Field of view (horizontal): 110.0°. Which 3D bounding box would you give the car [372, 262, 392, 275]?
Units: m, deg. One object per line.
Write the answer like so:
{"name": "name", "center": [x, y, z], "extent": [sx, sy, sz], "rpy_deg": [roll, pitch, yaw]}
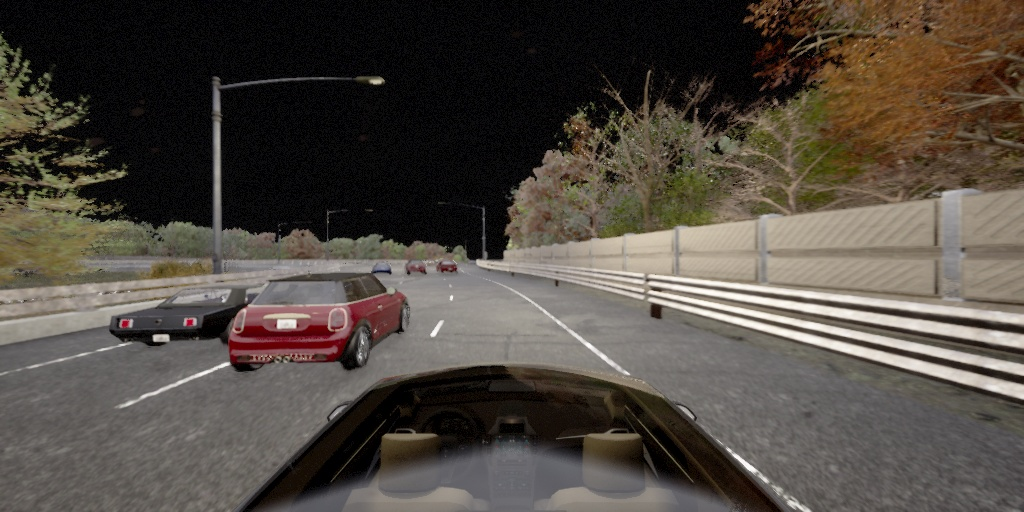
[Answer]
{"name": "car", "center": [-15.629, 1.414, 43.052], "extent": [1.994, 1.385, 4.181], "rpy_deg": [0, 0, -23]}

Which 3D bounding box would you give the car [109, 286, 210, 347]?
{"name": "car", "center": [-7.337, 1.394, 9.535], "extent": [1.895, 1.301, 4.718], "rpy_deg": [0, 0, -5]}

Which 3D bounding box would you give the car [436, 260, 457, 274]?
{"name": "car", "center": [-7.757, 1.284, 42.322], "extent": [1.882, 1.535, 5.008], "rpy_deg": [0, 0, -20]}

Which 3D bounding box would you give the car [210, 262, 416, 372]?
{"name": "car", "center": [-3.764, 1.125, 7.954], "extent": [2.097, 1.767, 4.553], "rpy_deg": [0, 0, -3]}

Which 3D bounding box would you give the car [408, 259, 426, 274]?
{"name": "car", "center": [-11.298, 1.178, 41.702], "extent": [2.097, 1.767, 4.553], "rpy_deg": [0, 0, -21]}
